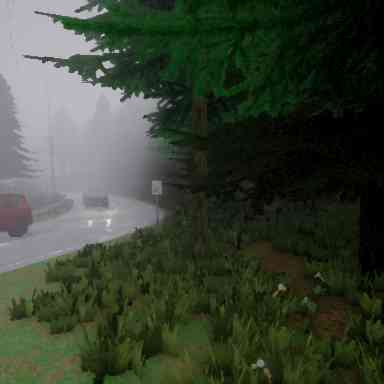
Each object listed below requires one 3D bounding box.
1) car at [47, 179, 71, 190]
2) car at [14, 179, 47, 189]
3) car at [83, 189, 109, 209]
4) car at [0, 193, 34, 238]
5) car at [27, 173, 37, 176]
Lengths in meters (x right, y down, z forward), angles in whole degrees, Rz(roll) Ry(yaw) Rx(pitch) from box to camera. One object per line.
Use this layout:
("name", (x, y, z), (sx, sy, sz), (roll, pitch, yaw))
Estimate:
("car", (-18.443, -0.951, 45.363), (4.892, 1.490, 1.837), (6, 4, 38))
("car", (-21.284, -0.969, 43.128), (4.892, 1.490, 1.837), (5, 3, 37))
("car", (-8.683, 0.538, 29.970), (1.882, 1.535, 5.008), (0, 5, -22))
("car", (-9.381, 1.123, 14.168), (2.150, 2.045, 5.566), (0, 2, 16))
("car", (-25.775, -2.127, 52.419), (2.150, 2.045, 5.566), (0, 5, -30))
